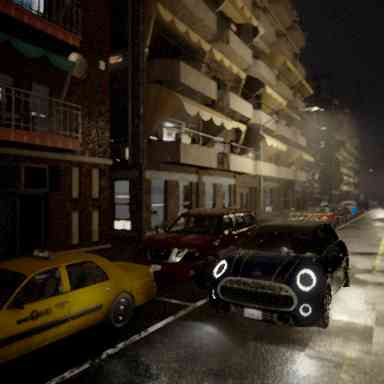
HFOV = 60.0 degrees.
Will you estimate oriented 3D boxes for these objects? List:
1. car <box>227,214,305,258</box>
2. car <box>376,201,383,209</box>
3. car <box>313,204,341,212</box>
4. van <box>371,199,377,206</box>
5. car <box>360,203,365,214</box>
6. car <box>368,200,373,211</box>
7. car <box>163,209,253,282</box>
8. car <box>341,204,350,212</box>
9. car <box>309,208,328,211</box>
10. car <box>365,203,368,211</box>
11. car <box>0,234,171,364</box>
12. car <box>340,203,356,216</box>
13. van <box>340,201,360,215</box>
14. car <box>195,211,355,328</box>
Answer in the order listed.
[{"bbox_3d":[3.386,1.776,14.573,2.008,1.369,4.403,-1,-1,32],"label":"car"},{"bbox_3d":[39.118,2.624,67.634,1.837,1.490,4.892,0,-2,32],"label":"car"},{"bbox_3d":[9.166,1.817,23.994,1.967,1.590,4.097,-1,-1,32],"label":"car"},{"bbox_3d":[43.855,2.681,80.512,1.690,1.788,3.998,-1,-1,32],"label":"van"},{"bbox_3d":[20.730,2.270,42.831,1.802,1.307,4.206,-1,-1,32],"label":"car"},{"bbox_3d":[29.402,2.493,56.960,1.947,1.339,4.313,-1,-1,32],"label":"car"},{"bbox_3d":[0.493,1.467,9.868,2.192,1.841,5.009,-1,-1,32],"label":"car"},{"bbox_3d":[12.058,2.019,28.702,1.947,1.339,4.313,-1,-1,32],"label":"car"},{"bbox_3d":[6.277,1.851,19.283,2.008,1.369,4.403,-1,-1,32],"label":"car"},{"bbox_3d":[23.620,2.349,47.540,1.802,1.307,4.206,-1,-1,32],"label":"car"},{"bbox_3d":[-2.485,1.601,5.010,1.752,1.417,4.829,-1,-1,32],"label":"car"},{"bbox_3d":[14.948,2.076,33.412,1.887,1.381,4.507,-1,-1,32],"label":"car"},{"bbox_3d":[17.838,1.950,38.126,1.690,1.788,3.998,-1,-1,32],"label":"van"},{"bbox_3d":[2.189,1.469,7.476,2.097,1.767,4.553,0,-1,32],"label":"car"}]
